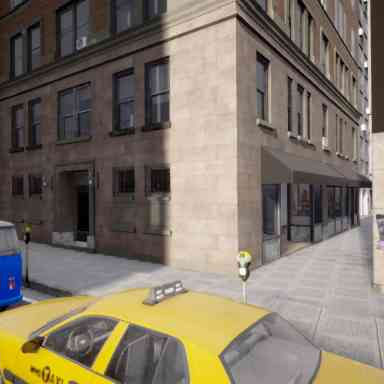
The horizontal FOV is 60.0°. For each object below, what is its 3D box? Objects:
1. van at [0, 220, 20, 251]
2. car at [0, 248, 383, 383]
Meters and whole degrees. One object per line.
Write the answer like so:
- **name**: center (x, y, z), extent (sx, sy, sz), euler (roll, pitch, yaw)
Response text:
- **van**: center (-4.928, 1.342, 6.384), extent (3.998, 1.788, 1.690), euler (0, -1, 36)
- **car**: center (-0.452, 1.526, 3.182), extent (4.829, 1.417, 1.752), euler (0, -1, 36)
